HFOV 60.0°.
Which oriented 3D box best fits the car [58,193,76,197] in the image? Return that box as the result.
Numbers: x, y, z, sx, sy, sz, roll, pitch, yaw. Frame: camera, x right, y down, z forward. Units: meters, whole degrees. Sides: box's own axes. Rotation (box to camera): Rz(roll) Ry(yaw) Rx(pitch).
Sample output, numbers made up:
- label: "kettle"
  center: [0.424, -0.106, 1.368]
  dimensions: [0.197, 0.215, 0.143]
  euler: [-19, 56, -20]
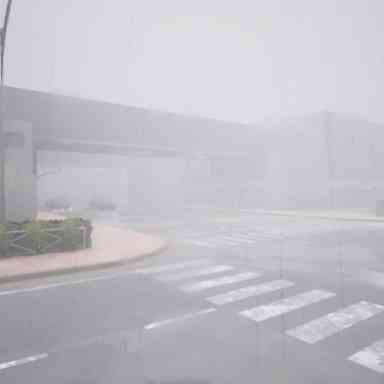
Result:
- label: "car"
  center: [-20.300, 1.364, 52.061]
  dimensions: [2.128, 1.511, 4.902]
  euler: [0, 0, -36]

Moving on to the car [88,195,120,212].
- label: "car"
  center: [-10.422, 1.402, 38.265]
  dimensions: [1.882, 1.535, 5.008]
  euler: [0, 0, -36]

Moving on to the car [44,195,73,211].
- label: "car"
  center: [-16.838, 1.491, 41.175]
  dimensions: [2.033, 1.411, 5.357]
  euler: [0, 0, -36]
